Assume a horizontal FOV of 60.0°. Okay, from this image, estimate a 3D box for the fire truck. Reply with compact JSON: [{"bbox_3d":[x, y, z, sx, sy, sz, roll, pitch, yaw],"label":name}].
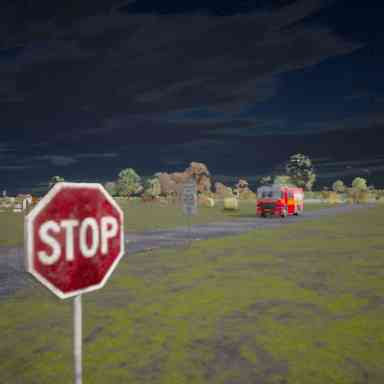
[{"bbox_3d":[10.801,1.042,40.350,2.891,3.827,8.468,-2,-2,35],"label":"fire truck"}]
